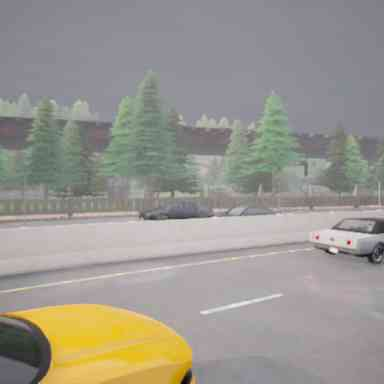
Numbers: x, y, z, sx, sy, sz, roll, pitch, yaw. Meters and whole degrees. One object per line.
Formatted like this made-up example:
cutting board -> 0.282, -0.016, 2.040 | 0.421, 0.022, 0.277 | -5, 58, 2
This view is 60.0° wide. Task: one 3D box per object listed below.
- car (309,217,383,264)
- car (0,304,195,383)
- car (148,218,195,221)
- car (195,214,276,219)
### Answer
car -> 6.406, 1.528, 11.470 | 4.718, 1.301, 1.895 | 0, 0, -28
car -> -2.246, 1.466, 2.038 | 5.008, 1.535, 1.882 | 0, 0, -36
car -> -1.015, 1.407, 23.563 | 5.357, 1.411, 2.033 | 0, 0, -28
car -> 2.788, 1.418, 17.640 | 4.674, 1.442, 1.812 | 0, 0, -27
